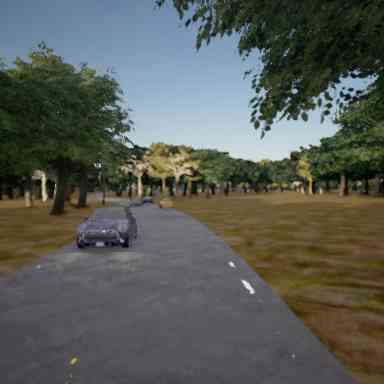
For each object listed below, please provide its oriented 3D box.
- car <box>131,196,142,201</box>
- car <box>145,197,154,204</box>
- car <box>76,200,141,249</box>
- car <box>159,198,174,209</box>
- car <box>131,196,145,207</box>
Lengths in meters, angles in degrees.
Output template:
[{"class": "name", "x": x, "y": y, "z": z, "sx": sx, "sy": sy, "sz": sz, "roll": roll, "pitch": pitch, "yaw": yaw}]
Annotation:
[{"class": "car", "x": -14.205, "y": 1.654, "z": 84.348, "sx": 1.895, "sy": 1.301, "sz": 4.718, "roll": 0, "pitch": 0, "yaw": -20}, {"class": "car", "x": -8.976, "y": 1.676, "z": 67.180, "sx": 1.882, "sy": 1.535, "sz": 5.008, "roll": 0, "pitch": 0, "yaw": -15}, {"class": "car", "x": -3.670, "y": 1.433, "z": 15.032, "sx": 2.097, "sy": 1.767, "sz": 4.553, "roll": 0, "pitch": 0, "yaw": -4}, {"class": "car", "x": -3.794, "y": 1.639, "z": 49.130, "sx": 1.801, "sy": 1.575, "sz": 5.366, "roll": 0, "pitch": 0, "yaw": -11}, {"class": "car", "x": -9.424, "y": 1.726, "z": 55.773, "sx": 1.837, "sy": 1.490, "sz": 4.892, "roll": 0, "pitch": 0, "yaw": -12}]
